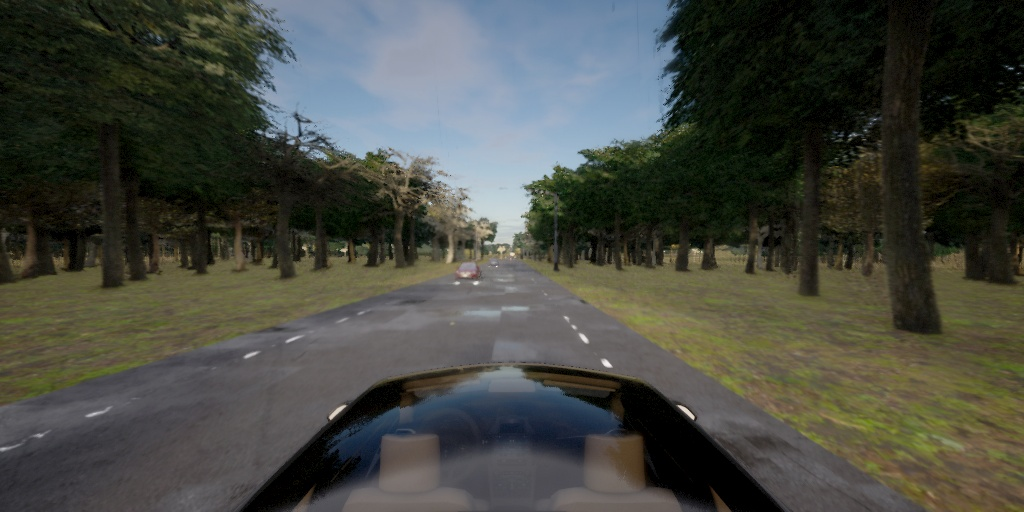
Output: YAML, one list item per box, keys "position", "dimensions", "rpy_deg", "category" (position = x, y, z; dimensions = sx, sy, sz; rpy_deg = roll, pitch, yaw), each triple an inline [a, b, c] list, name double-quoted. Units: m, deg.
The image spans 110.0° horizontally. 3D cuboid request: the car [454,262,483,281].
- position: [-3.570, 1.245, 29.881]
  dimensions: [1.812, 1.442, 4.674]
  rpy_deg: [0, 0, 0]
  category: "car"
